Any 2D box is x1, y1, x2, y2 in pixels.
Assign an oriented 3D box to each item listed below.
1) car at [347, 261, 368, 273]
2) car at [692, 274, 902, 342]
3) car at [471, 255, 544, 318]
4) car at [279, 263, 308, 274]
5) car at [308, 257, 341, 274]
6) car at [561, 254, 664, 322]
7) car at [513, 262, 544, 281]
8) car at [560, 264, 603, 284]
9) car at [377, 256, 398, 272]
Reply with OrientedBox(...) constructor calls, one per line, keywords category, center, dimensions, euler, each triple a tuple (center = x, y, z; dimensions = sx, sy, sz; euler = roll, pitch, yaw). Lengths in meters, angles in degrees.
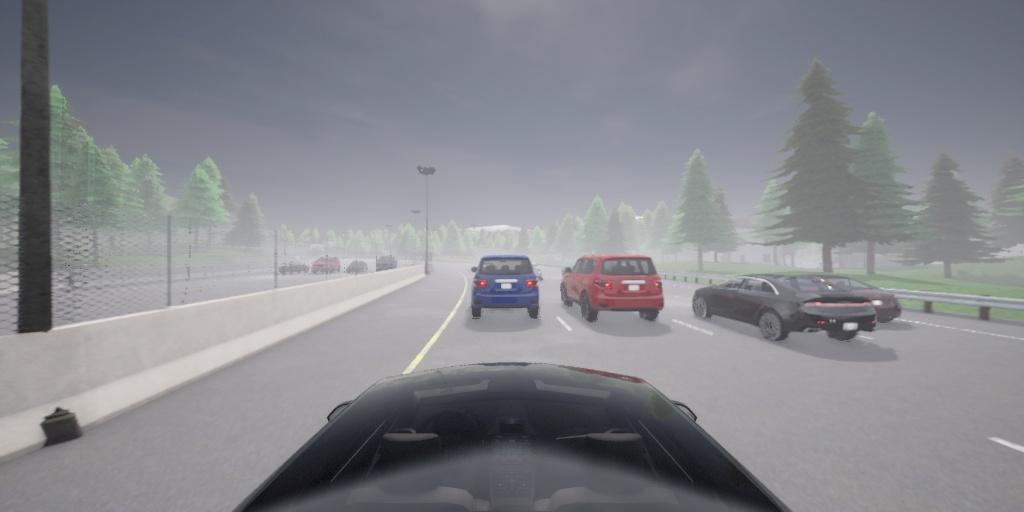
OrientedBox(category="car", center=(-19.001, 1.353, 44.317), dimensions=(1.837, 1.490, 4.892), euler=(0, 0, -13))
OrientedBox(category="car", center=(6.838, 1.232, 9.759), dimensions=(2.128, 1.511, 4.902), euler=(0, 0, -2))
OrientedBox(category="car", center=(-0.319, 0.979, 13.167), dimensions=(2.150, 2.045, 5.566), euler=(0, 0, -3))
OrientedBox(category="car", center=(-25.771, 1.433, 42.512), dimensions=(1.895, 1.301, 4.718), euler=(0, 0, -13))
OrientedBox(category="car", center=(-22.407, 1.087, 43.512), dimensions=(2.150, 2.045, 5.566), euler=(0, 0, -13))
OrientedBox(category="car", center=(3.214, 0.972, 12.561), dimensions=(2.150, 2.045, 5.566), euler=(0, 0, -3))
OrientedBox(category="car", center=(1.356, 1.292, 30.926), dimensions=(1.812, 1.442, 4.674), euler=(0, 0, -8))
OrientedBox(category="car", center=(5.296, 1.357, 28.028), dimensions=(1.895, 1.301, 4.718), euler=(0, 0, -7))
OrientedBox(category="car", center=(-15.545, 1.021, 44.889), dimensions=(2.150, 2.045, 5.566), euler=(0, 0, -13))
